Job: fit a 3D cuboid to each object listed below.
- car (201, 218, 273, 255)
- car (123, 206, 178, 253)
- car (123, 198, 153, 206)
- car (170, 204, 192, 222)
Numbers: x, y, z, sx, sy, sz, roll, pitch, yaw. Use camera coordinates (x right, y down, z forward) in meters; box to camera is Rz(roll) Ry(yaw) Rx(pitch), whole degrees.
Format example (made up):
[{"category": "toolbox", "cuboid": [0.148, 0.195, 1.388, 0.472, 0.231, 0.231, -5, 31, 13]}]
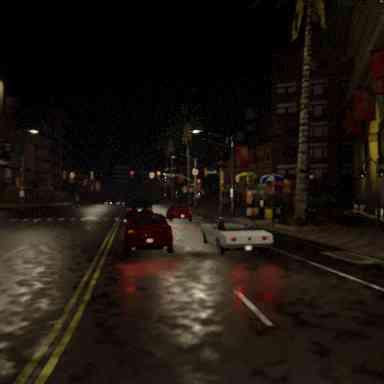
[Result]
[{"category": "car", "cuboid": [1.657, 1.746, 14.146, 1.895, 1.301, 4.718, 0, -1, -10]}, {"category": "car", "cuboid": [-1.956, 1.626, 14.487, 1.882, 1.535, 5.008, 0, 0, -10]}, {"category": "car", "cuboid": [-4.384, 1.506, 27.590, 2.150, 2.045, 5.566, 0, 0, -10]}, {"category": "car", "cuboid": [-1.165, 1.826, 29.532, 1.812, 1.442, 4.674, 0, 0, -10]}]
